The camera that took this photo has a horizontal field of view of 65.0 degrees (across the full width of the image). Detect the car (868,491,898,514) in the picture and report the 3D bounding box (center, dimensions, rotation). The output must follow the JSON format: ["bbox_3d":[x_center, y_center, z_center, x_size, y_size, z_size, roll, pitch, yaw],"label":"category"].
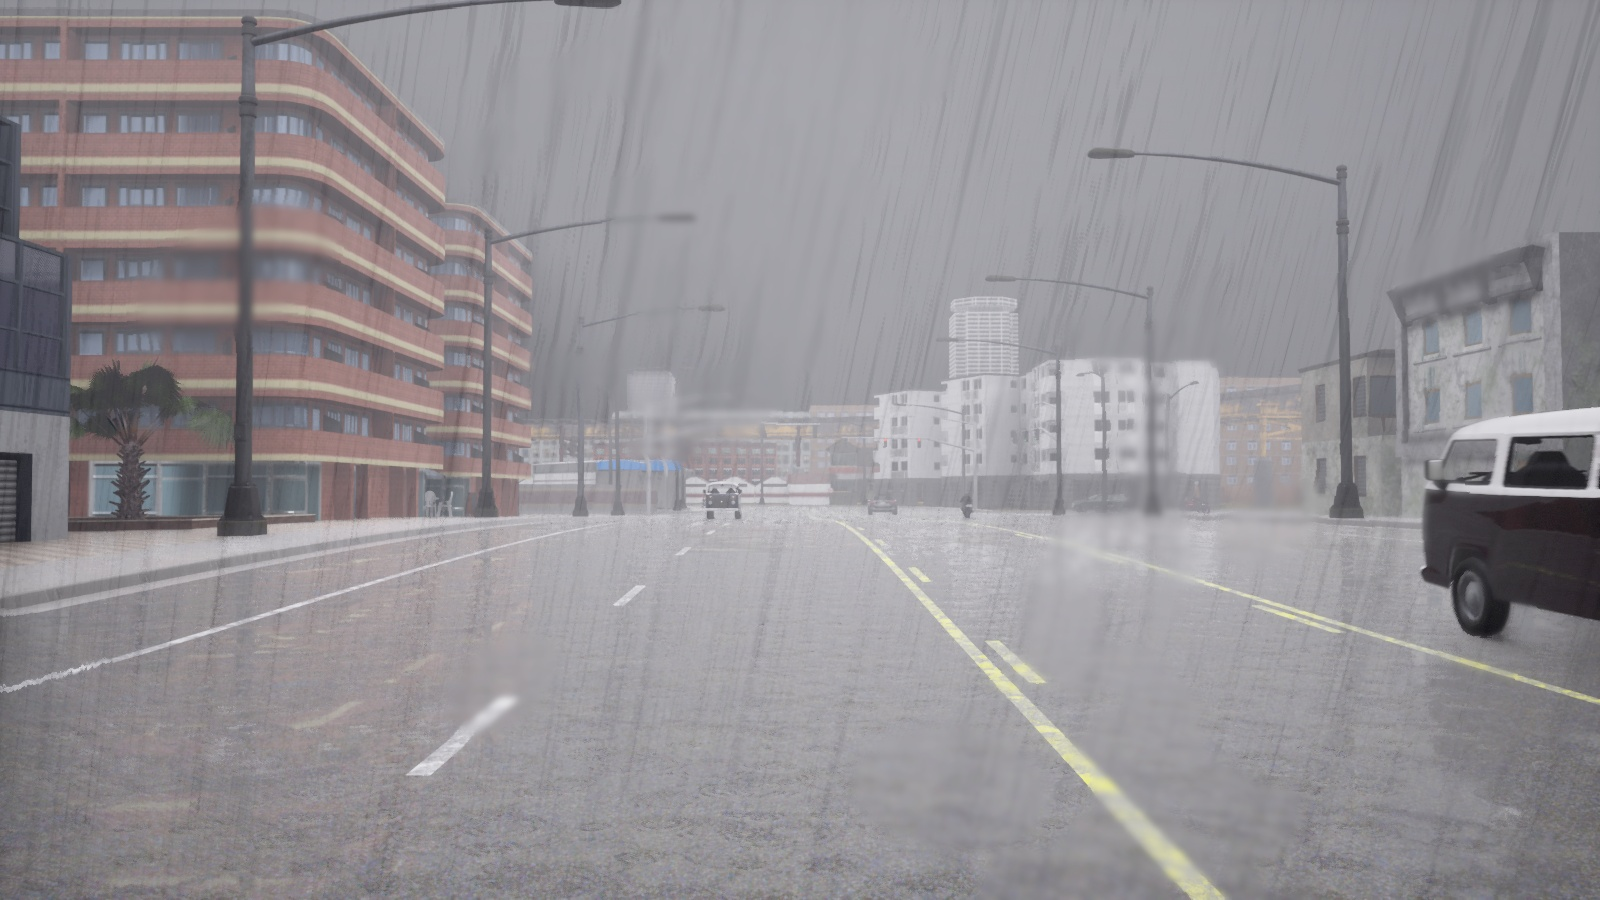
[{"bbox_3d":[6.460,4.082,98.016,2.242,1.667,4.611,-1,-2,3],"label":"car"}]

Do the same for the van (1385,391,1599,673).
[{"bbox_3d":[6.810,0.588,10.098,2.069,2.038,4.480,-1,0,0],"label":"van"}]

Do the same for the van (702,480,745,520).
[{"bbox_3d":[-4.079,2.734,67.627,2.069,2.038,4.480,-1,-3,0],"label":"van"}]
